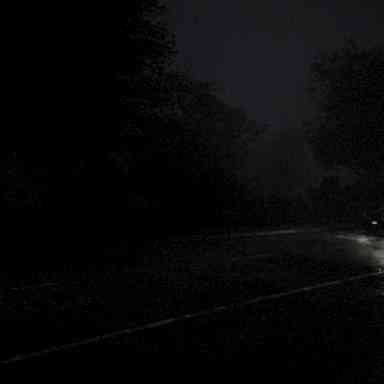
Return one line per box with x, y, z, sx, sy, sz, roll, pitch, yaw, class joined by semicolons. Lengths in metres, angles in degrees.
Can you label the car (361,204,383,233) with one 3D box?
12.255;1.306;18.955;5.566;2.045;2.150;0;0;-25;car
